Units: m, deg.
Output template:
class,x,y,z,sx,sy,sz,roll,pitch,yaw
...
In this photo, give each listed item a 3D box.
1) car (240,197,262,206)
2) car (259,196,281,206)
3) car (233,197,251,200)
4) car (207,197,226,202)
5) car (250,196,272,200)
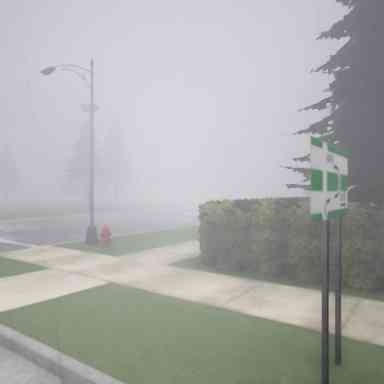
class,x,y,z,sx,sy,sz,roll,pitch,yaw
car,10.238,1.549,57.506,1.994,1.385,4.181,0,0,36
car,13.073,1.465,55.453,1.882,1.535,5.008,0,0,36
car,7.248,1.465,47.330,1.882,1.535,5.008,0,0,36
car,4.137,1.463,49.005,1.882,1.535,5.008,0,0,37
car,10.108,1.515,45.310,1.812,1.442,4.674,0,0,36
